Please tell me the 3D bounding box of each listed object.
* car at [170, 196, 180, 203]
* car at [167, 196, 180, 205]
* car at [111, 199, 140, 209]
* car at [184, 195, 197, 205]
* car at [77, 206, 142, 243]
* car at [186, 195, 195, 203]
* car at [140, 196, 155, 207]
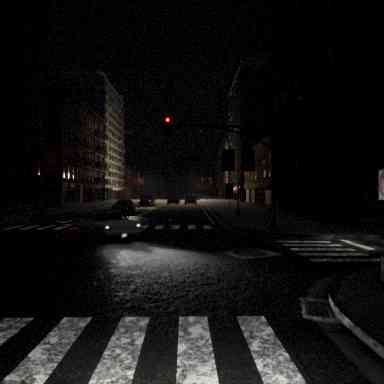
[{"bbox_3d":[-3.468,1.590,69.864,1.895,1.301,4.718,0,0,0],"label":"car"},{"bbox_3d":[-3.410,1.469,59.711,1.882,1.535,5.008,0,0,0],"label":"car"},{"bbox_3d":[-6.746,1.505,32.914,1.837,1.490,4.892,0,0,0],"label":"car"},{"bbox_3d":[-0.252,1.344,58.281,2.097,1.767,4.553,0,0,0],"label":"car"},{"bbox_3d":[-4.210,1.607,16.552,1.895,1.301,4.718,0,0,-33],"label":"car"},{"bbox_3d":[-0.296,1.467,68.314,1.882,1.535,5.008,0,0,0],"label":"car"},{"bbox_3d":[-6.798,1.348,50.050,2.097,1.767,4.553,0,0,1],"label":"car"}]
